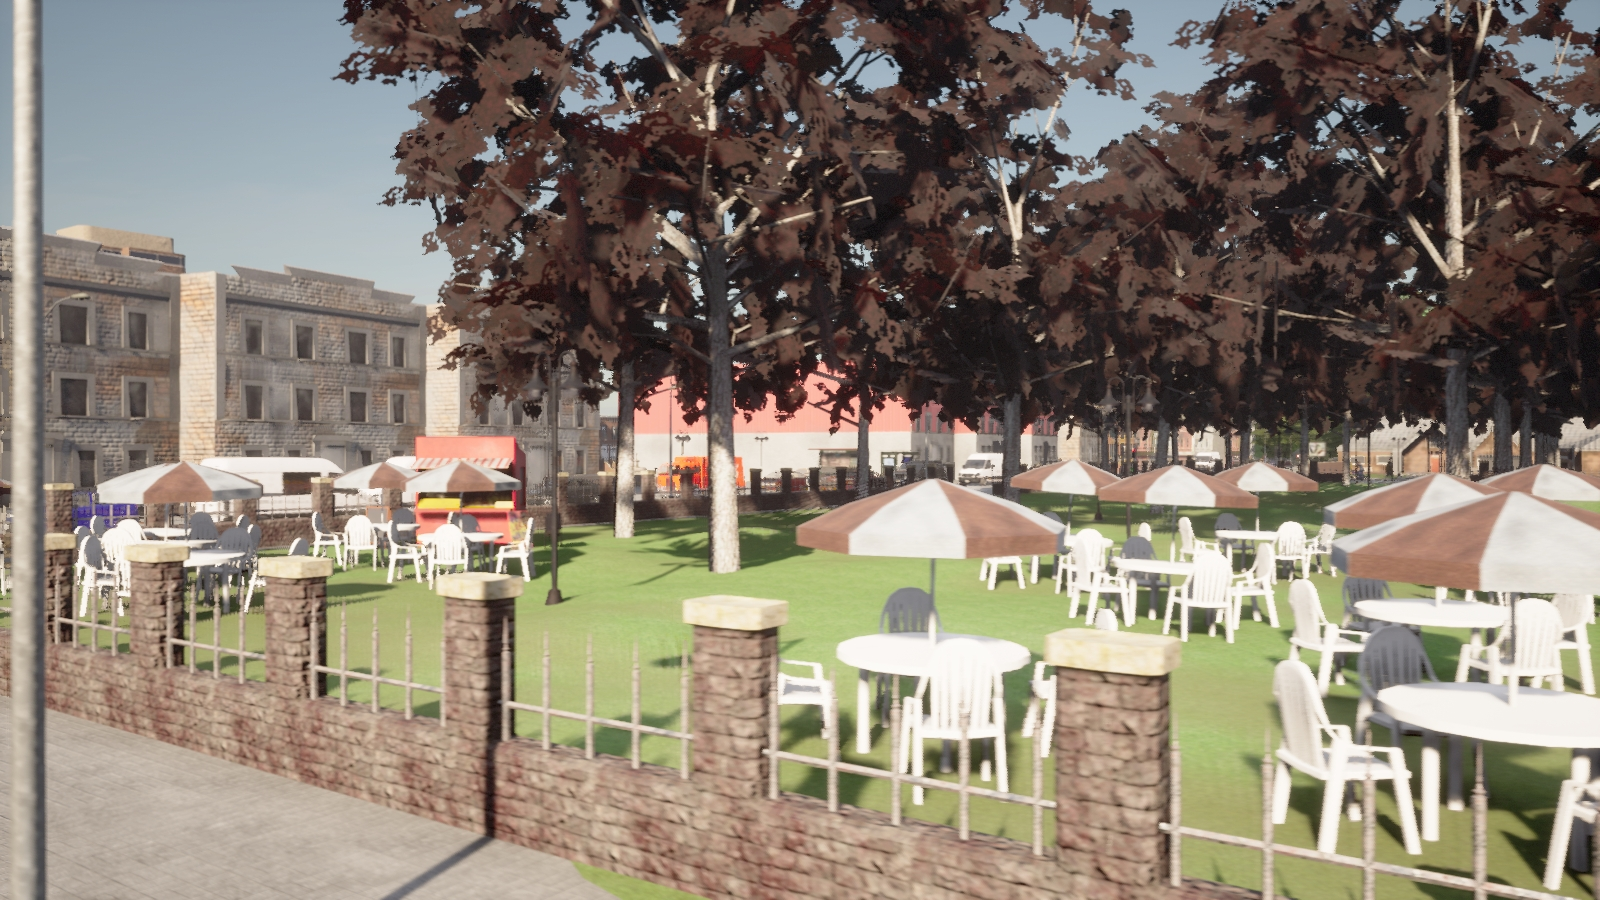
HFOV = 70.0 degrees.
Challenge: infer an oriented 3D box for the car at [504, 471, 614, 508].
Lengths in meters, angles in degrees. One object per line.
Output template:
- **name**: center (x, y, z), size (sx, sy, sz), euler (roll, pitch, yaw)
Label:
- **car**: center (-11.272, 1.812, 53.815), size (2.097, 1.535, 5.006), euler (0, 0, 35)

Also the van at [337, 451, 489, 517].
- **van**: center (-15.872, 1.313, 47.234), size (1.988, 2.561, 5.915), euler (0, 0, 35)

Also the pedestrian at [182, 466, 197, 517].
- **pedestrian**: center (-22.339, 1.520, 41.820), size (0.375, 1.860, 0.375), euler (0, 0, -6)

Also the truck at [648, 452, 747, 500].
- **truck**: center (-5.500, 1.342, 62.055), size (2.627, 2.467, 5.204), euler (0, 0, 35)

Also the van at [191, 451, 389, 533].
- **van**: center (-17.074, 1.312, 38.625), size (1.988, 2.561, 5.915), euler (0, 0, 36)

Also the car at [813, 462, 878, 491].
- **car**: center (3.021, 1.684, 74.295), size (2.097, 1.767, 4.553), euler (0, 0, 35)

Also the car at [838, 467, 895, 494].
- **car**: center (4.019, 1.804, 68.690), size (1.789, 1.549, 3.705), euler (0, 0, 35)
